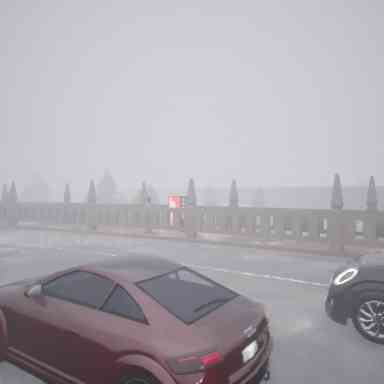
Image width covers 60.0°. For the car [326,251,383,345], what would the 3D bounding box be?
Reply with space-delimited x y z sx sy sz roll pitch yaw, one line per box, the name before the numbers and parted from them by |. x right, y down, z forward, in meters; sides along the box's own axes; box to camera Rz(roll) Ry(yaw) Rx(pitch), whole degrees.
car | 4.450 1.351 4.877 4.553 1.767 2.097 0 0 36

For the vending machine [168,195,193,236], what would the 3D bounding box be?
vending machine | -0.584 1.195 17.634 0.880 2.100 1.100 0 0 30

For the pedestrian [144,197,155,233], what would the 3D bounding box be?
pedestrian | -2.153 1.141 16.834 0.375 1.860 0.375 0 0 29

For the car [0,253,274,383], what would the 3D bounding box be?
car | -1.077 1.564 4.459 4.181 1.385 1.994 0 0 34
